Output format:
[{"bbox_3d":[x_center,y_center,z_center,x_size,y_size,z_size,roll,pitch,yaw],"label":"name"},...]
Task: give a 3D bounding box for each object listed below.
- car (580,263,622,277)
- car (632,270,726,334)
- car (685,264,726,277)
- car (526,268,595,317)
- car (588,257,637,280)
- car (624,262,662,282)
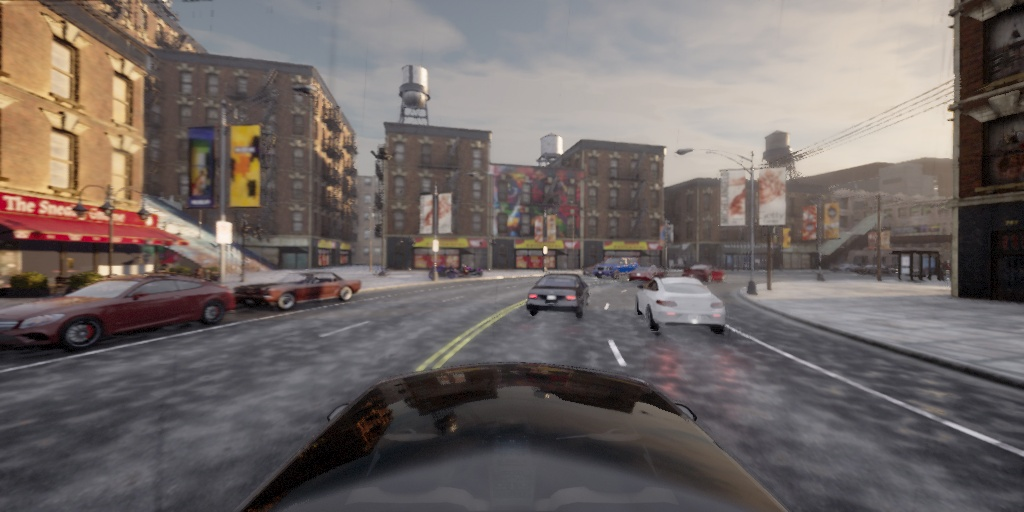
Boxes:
[{"bbox_3d":[9.535,1.450,38.254,4.674,1.442,1.812,1,0,-38],"label":"car"},{"bbox_3d":[4.960,1.340,10.993,1.812,1.442,4.674,0,0,13],"label":"car"},{"bbox_3d":[16.186,1.433,30.070,5.008,1.535,1.882,1,-1,-41],"label":"car"},{"bbox_3d":[1.881,1.344,13.489,2.033,1.411,5.357,0,0,15],"label":"car"},{"bbox_3d":[9.980,1.139,34.196,5.566,2.045,2.150,1,-1,-42],"label":"car"},{"bbox_3d":[11.672,1.485,30.568,1.994,1.385,4.181,0,0,43],"label":"car"}]
